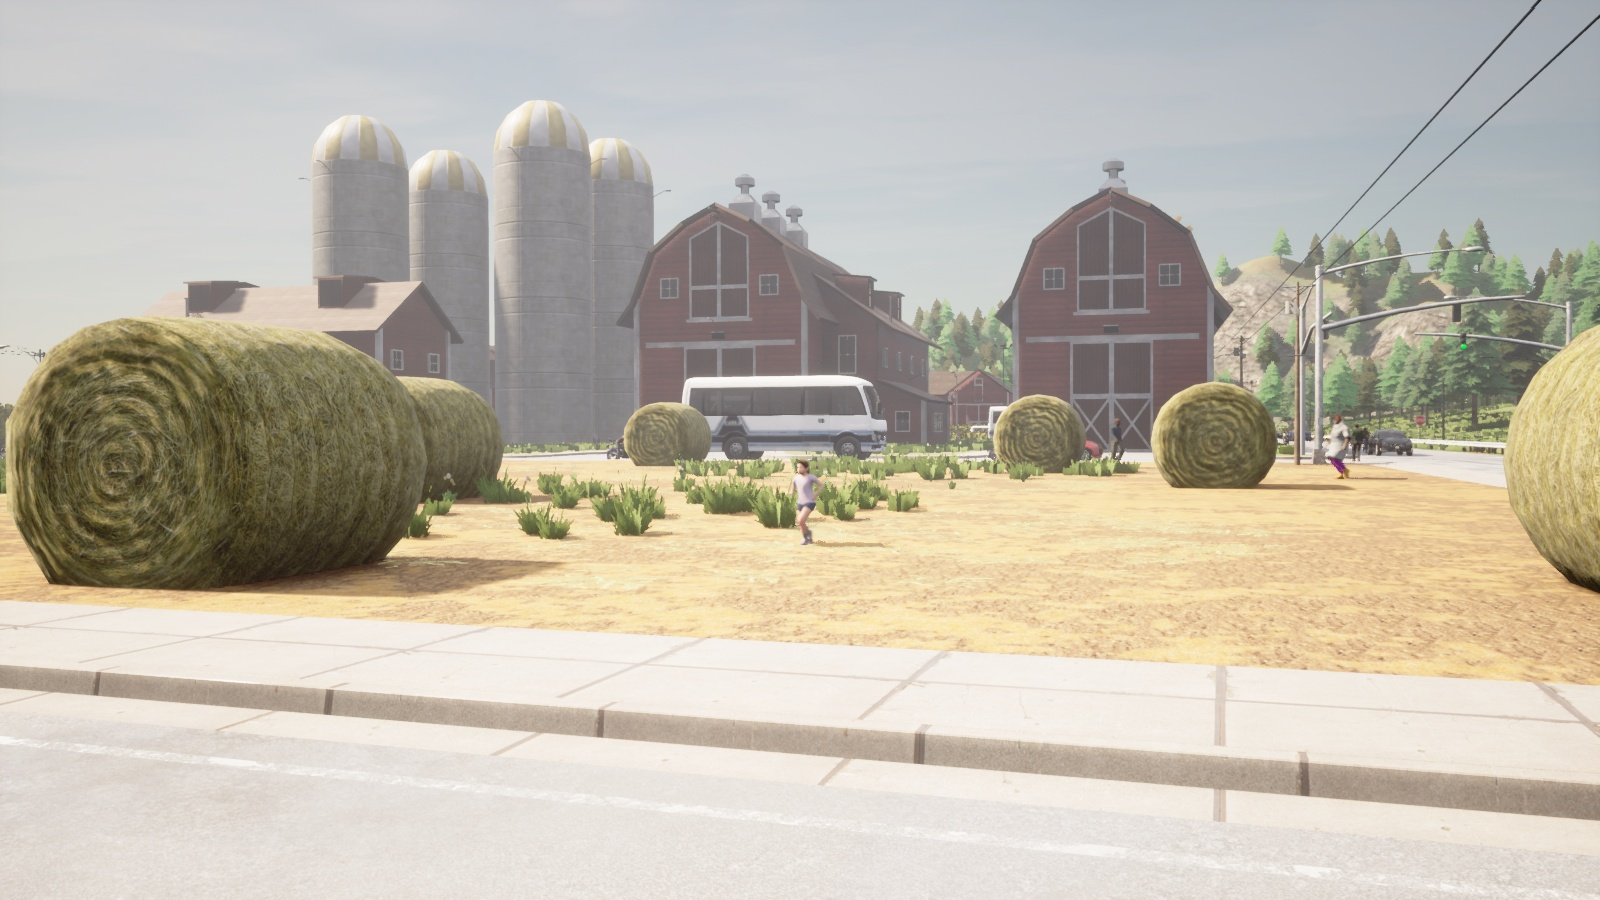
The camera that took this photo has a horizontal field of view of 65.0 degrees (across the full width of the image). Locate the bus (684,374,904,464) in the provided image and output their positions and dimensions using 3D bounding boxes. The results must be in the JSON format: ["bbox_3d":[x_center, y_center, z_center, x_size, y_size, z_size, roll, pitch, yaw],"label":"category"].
[{"bbox_3d":[-0.240,-1.542,62.431,10.273,4.253,3.944,0,1,15],"label":"bus"}]

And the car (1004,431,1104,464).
[{"bbox_3d":[11.986,-0.126,59.228,4.514,1.525,2.007,0,1,15],"label":"car"}]

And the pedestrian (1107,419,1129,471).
[{"bbox_3d":[11.375,-0.192,44.956,0.370,1.835,0.726,0,1,-26],"label":"pedestrian"}]

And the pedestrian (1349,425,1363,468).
[{"bbox_3d":[25.339,-0.184,57.218,0.423,1.949,0.788,0,1,12],"label":"pedestrian"}]

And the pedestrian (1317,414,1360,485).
[{"bbox_3d":[15.042,-0.017,35.081,0.873,1.952,0.659,0,1,-12],"label":"pedestrian"}]

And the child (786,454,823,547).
[{"bbox_3d":[0.054,0.614,15.473,0.255,1.110,0.394,1,1,41],"label":"child"}]

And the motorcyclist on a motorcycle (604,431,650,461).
[{"bbox_3d":[-8.915,-0.212,64.734,2.191,1.530,0.866,1,1,15],"label":"motorcyclist on a motorcycle"}]

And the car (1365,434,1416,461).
[{"bbox_3d":[33.967,-0.165,72.361,1.837,1.490,4.892,0,1,16],"label":"car"}]
